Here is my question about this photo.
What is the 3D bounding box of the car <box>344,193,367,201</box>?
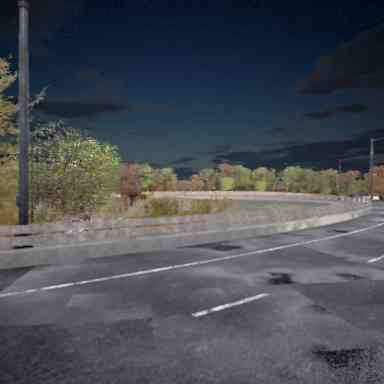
[{"bbox_3d":[40.263,1.383,82.112,2.150,2.045,5.566,0,0,3],"label":"car"}]

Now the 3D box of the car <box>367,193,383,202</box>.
[{"bbox_3d":[43.740,1.385,81.584,2.150,2.045,5.566,0,0,3],"label":"car"}]
